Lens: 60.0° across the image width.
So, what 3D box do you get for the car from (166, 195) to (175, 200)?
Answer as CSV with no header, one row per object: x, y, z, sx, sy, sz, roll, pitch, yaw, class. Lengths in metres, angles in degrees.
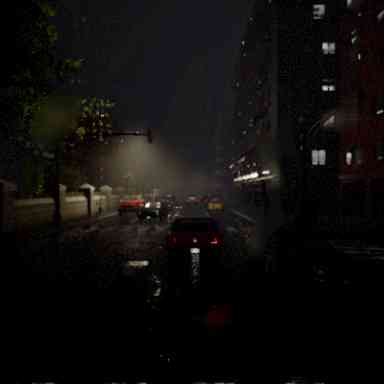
-5.668,1.435,87.338,2.008,1.369,4.403,0,0,0,car

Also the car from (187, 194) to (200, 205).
0.019,1.513,57.740,1.895,1.301,4.718,0,0,0,car

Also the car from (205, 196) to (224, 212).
2.699,1.462,37.689,1.752,1.417,4.829,0,0,0,car

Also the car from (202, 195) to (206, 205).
2.700,1.474,43.054,1.887,1.381,4.507,0,0,0,car

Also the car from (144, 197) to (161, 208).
-5.679,1.467,48.591,1.887,1.381,4.507,0,0,0,car

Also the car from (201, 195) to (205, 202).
2.702,1.474,48.590,2.008,1.369,4.403,0,0,0,car

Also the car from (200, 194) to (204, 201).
2.708,1.443,70.730,1.887,1.381,4.507,0,0,0,car

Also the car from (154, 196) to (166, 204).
-5.676,1.492,59.661,1.802,1.307,4.206,0,0,0,car

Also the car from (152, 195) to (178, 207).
-3.077,1.427,38.469,2.128,1.511,4.902,0,0,0,car

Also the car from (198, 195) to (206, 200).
2.713,1.450,87.336,1.947,1.339,4.313,0,0,0,car

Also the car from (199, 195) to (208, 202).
2.709,1.438,76.265,1.887,1.381,4.507,0,0,0,car

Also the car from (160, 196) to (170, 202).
-5.672,1.480,70.732,1.802,1.307,4.206,0,0,0,car

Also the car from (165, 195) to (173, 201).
-5.669,1.414,81.632,1.752,1.417,4.829,0,0,0,car

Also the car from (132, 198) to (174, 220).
-3.059,1.498,27.481,2.033,1.411,5.357,0,0,4,car

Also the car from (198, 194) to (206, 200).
2.713,1.321,92.870,1.967,1.590,4.097,0,0,0,car

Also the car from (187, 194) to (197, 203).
0.020,1.245,67.691,2.097,1.767,4.553,0,0,0,car

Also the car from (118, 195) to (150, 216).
-5.684,1.259,31.985,2.192,1.841,5.009,0,0,0,car

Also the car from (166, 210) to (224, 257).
0.105,1.576,12.842,1.895,1.301,4.718,0,0,0,car
